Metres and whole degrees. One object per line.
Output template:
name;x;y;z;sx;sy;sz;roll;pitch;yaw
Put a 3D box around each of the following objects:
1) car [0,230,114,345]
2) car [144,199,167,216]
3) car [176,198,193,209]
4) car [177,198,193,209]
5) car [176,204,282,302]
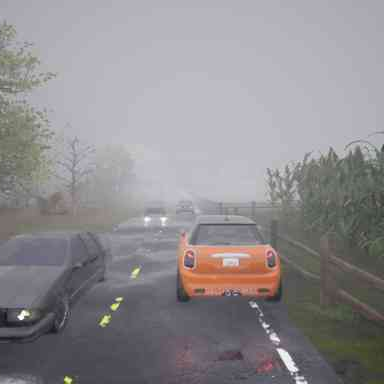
car;-3.002;1.547;6.956;2.033;1.411;5.357;0;0;-1
car;-3.458;1.460;32.227;1.882;1.535;5.008;0;0;-1
car;-0.691;1.528;34.423;2.033;1.411;5.357;0;0;-1
car;-0.921;1.530;44.934;1.994;1.385;4.181;0;0;-1
car;0.716;1.350;8.437;2.097;1.767;4.553;0;0;-1
